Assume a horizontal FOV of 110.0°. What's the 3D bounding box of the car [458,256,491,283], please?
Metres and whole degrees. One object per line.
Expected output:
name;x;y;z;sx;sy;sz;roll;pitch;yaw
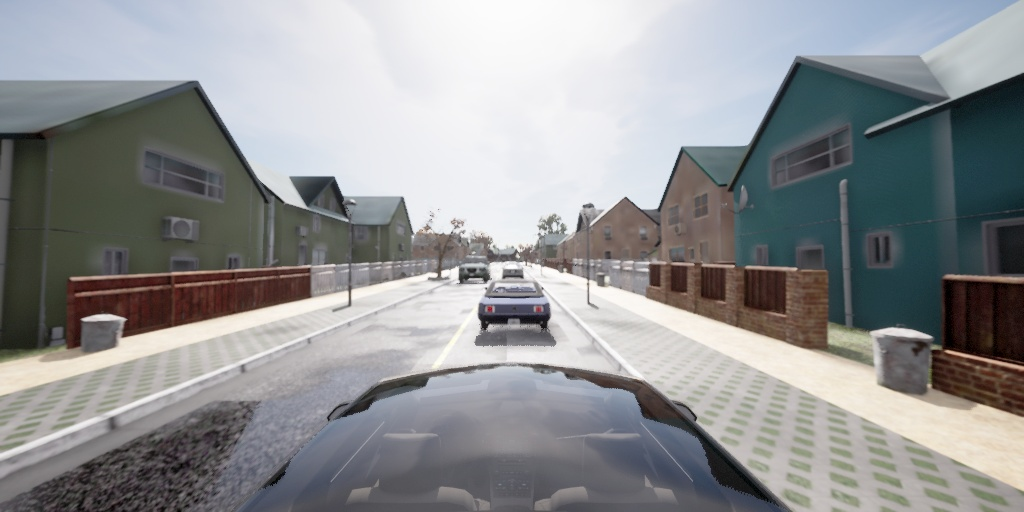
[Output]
car;-2.855;0.997;28.236;2.150;2.045;5.566;0;0;0

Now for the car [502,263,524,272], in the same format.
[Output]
car;0.086;1.329;31.259;2.033;1.411;5.357;0;0;0

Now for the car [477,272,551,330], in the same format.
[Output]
car;0.071;1.356;11.165;1.895;1.301;4.718;0;0;0
